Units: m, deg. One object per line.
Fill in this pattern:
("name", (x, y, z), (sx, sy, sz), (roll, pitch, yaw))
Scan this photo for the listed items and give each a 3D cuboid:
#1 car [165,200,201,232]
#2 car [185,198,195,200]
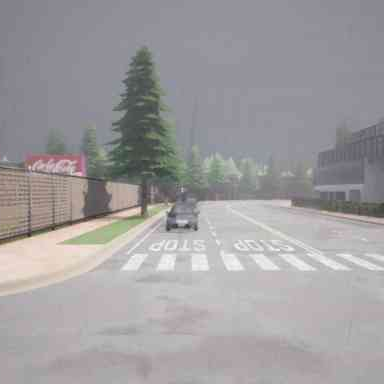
("car", (-0.537, 1.502, 20.239), (2.128, 1.511, 4.902), (0, 0, 0))
("car", (-0.270, 1.546, 46.522), (2.033, 1.411, 5.357), (0, 0, -3))
